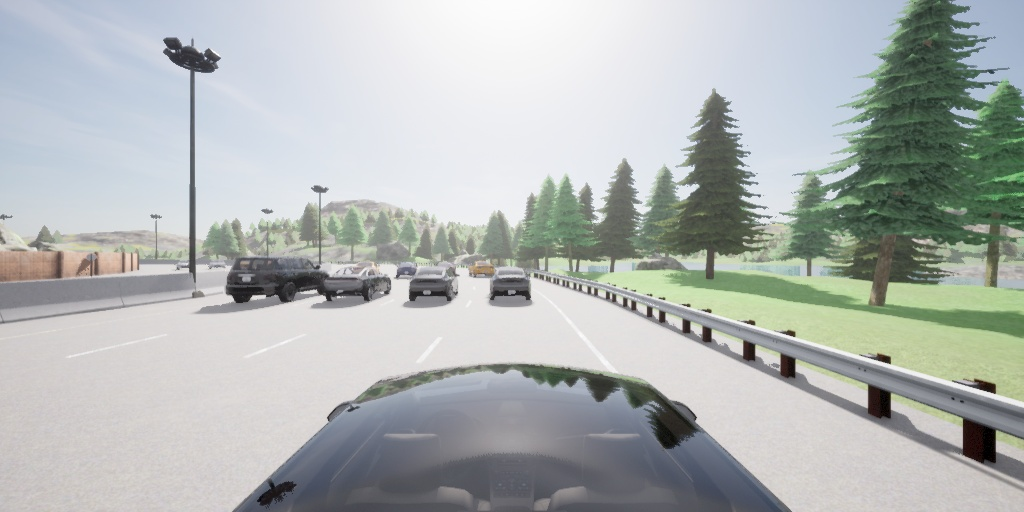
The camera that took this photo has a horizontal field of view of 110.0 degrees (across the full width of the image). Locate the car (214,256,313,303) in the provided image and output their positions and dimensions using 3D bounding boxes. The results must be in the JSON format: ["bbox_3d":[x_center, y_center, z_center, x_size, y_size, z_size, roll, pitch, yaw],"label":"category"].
[{"bbox_3d":[-10.640,1.007,16.837,2.150,2.045,5.566,0,0,-3],"label":"car"}]

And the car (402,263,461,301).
[{"bbox_3d":[-3.651,1.266,17.221,1.837,1.490,4.892,0,0,-3],"label":"car"}]

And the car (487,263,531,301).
[{"bbox_3d":[-0.157,1.266,17.427,1.837,1.490,4.892,0,0,-3],"label":"car"}]

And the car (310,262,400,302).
[{"bbox_3d":[-7.145,1.245,17.014,2.128,1.511,4.902,0,0,-3],"label":"car"}]

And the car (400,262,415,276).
[{"bbox_3d":[-9.812,1.283,33.538,1.812,1.442,4.674,0,0,-15],"label":"car"}]

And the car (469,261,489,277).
[{"bbox_3d":[-3.049,1.235,35.345,1.882,1.535,5.008,0,0,-15],"label":"car"}]
